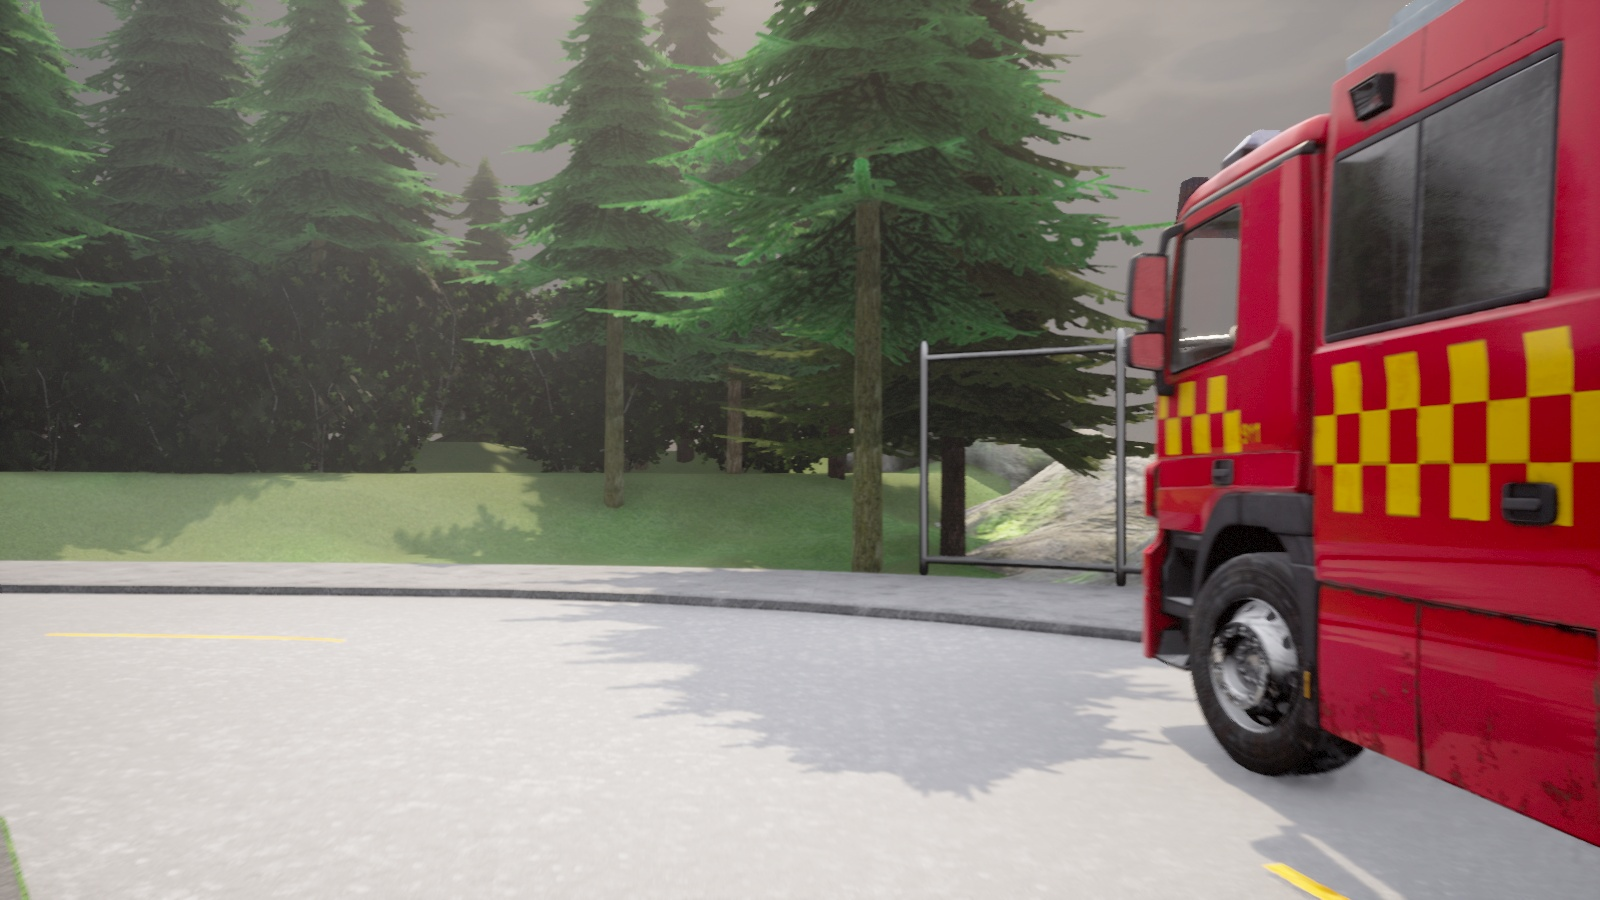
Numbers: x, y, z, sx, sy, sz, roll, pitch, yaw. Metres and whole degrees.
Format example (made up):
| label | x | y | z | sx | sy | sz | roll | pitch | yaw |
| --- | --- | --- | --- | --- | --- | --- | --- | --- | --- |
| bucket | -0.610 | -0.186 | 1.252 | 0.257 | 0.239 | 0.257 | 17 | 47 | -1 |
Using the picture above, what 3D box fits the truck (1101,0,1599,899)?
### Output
| label | x | y | z | sx | sy | sz | roll | pitch | yaw |
| --- | --- | --- | --- | --- | --- | --- | --- | --- | --- |
| truck | 3.812 | -0.291 | 4.489 | 2.891 | 3.827 | 8.468 | 0 | -1 | -4 |
